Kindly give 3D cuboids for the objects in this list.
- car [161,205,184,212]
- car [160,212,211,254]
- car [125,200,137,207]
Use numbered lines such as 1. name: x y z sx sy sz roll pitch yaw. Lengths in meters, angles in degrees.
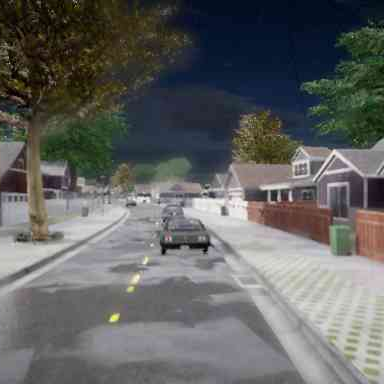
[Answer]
1. car: -1.682 1.834 29.127 2.033 1.411 5.357 0 -1 -7
2. car: -0.364 1.740 14.219 1.895 1.301 4.718 0 -1 -3
3. car: -12.329 2.240 67.169 1.994 1.385 4.181 0 -1 -16
